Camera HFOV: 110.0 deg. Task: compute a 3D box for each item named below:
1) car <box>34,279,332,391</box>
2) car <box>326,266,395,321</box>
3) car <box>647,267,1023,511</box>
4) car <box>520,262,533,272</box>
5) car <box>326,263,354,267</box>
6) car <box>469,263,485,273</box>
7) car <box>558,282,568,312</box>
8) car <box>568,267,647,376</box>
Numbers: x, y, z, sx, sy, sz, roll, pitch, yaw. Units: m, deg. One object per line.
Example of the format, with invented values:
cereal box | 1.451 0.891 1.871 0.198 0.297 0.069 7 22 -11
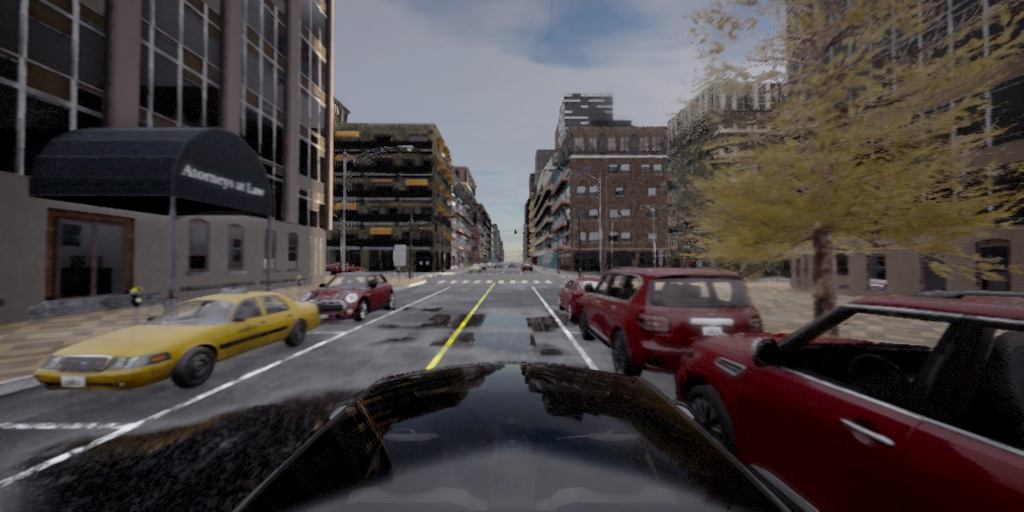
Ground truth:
car | -5.687 1.336 7.049 1.751 1.417 4.829 0 0 0
car | -5.687 1.312 12.778 1.967 1.591 4.097 0 0 0
car | 2.693 1.064 1.657 2.192 1.841 5.009 0 0 0
car | 2.698 1.963 61.809 1.888 1.381 4.507 0 0 0
car | -17.258 1.401 37.164 4.507 1.381 1.888 0 0 0
car | -5.683 1.881 56.131 1.751 1.417 4.829 0 0 0
car | 2.693 1.418 12.776 1.888 1.381 4.507 0 0 0
car | 2.693 1.126 7.216 2.192 1.841 5.009 0 0 0
